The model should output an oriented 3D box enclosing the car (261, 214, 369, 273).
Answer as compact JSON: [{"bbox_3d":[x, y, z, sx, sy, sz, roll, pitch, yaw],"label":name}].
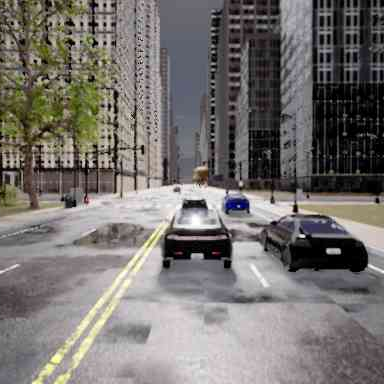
[{"bbox_3d":[3.381,1.334,9.928,1.994,1.385,4.181,0,1,0],"label":"car"}]

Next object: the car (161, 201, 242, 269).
[{"bbox_3d":[0.133,1.252,10.233,2.128,1.511,4.902,0,1,0],"label":"car"}]

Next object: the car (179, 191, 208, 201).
[{"bbox_3d":[0.184,0.896,25.571,2.128,1.511,4.902,0,1,0],"label":"car"}]

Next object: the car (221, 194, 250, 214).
[{"bbox_3d":[3.440,0.857,26.762,1.882,1.535,5.008,0,1,0],"label":"car"}]

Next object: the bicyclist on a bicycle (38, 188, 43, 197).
[{"bbox_3d":[-24.974,0.105,54.768,0.582,1.620,1.656,0,1,2],"label":"bicyclist on a bicycle"}]

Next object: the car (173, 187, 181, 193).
[{"bbox_3d":[-3.932,-0.628,88.233,1.882,1.535,5.008,0,1,-1],"label":"car"}]
